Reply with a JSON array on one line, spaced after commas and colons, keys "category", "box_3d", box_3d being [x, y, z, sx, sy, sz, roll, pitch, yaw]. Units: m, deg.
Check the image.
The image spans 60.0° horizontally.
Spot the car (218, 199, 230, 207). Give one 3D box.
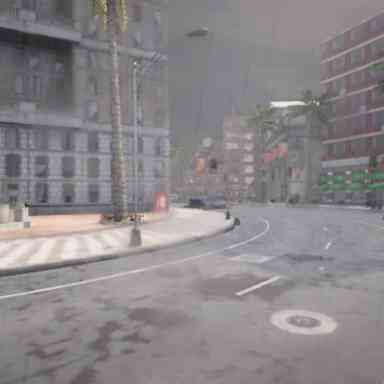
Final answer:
[{"category": "car", "box_3d": [4.476, 1.853, 55.689, 1.895, 1.301, 4.718, 0, 0, -26]}]

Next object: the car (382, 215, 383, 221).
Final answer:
[{"category": "car", "box_3d": [13.666, 1.554, 20.725, 2.033, 1.411, 5.357, 0, 0, 13]}]

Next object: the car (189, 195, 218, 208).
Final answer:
[{"category": "car", "box_3d": [1.406, 1.490, 53.992, 2.150, 2.045, 5.566, 0, -1, -26]}]
